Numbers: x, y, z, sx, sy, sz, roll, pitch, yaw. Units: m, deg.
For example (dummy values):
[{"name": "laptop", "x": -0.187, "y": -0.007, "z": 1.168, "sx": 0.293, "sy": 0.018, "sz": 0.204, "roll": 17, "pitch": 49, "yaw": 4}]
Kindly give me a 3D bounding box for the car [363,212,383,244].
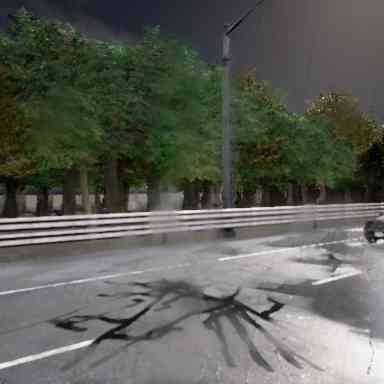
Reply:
[{"name": "car", "x": 9.157, "y": 1.465, "z": 14.136, "sx": 4.674, "sy": 1.442, "sz": 1.812, "roll": 0, "pitch": 0, "yaw": -33}]
